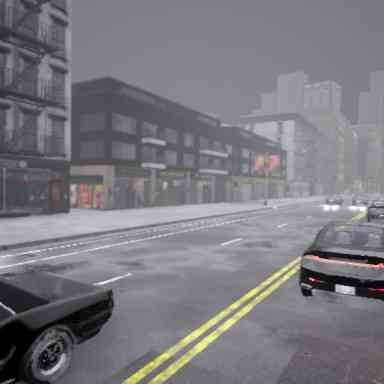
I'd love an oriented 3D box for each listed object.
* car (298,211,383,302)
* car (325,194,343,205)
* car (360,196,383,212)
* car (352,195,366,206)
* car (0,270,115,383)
[{"bbox_3d":[3.847,1.414,7.657,2.128,1.511,4.902,1,1,31],"label":"car"},{"bbox_3d":[20.290,1.045,47.353,2.128,1.511,4.902,1,1,32],"label":"car"},{"bbox_3d":[13.362,1.308,23.266,2.128,1.511,4.902,1,1,31],"label":"car"},{"bbox_3d":[23.475,1.113,46.321,2.128,1.511,4.902,1,1,32],"label":"car"},{"bbox_3d":[-3.023,1.496,3.018,1.895,1.301,4.718,1,1,31],"label":"car"}]
